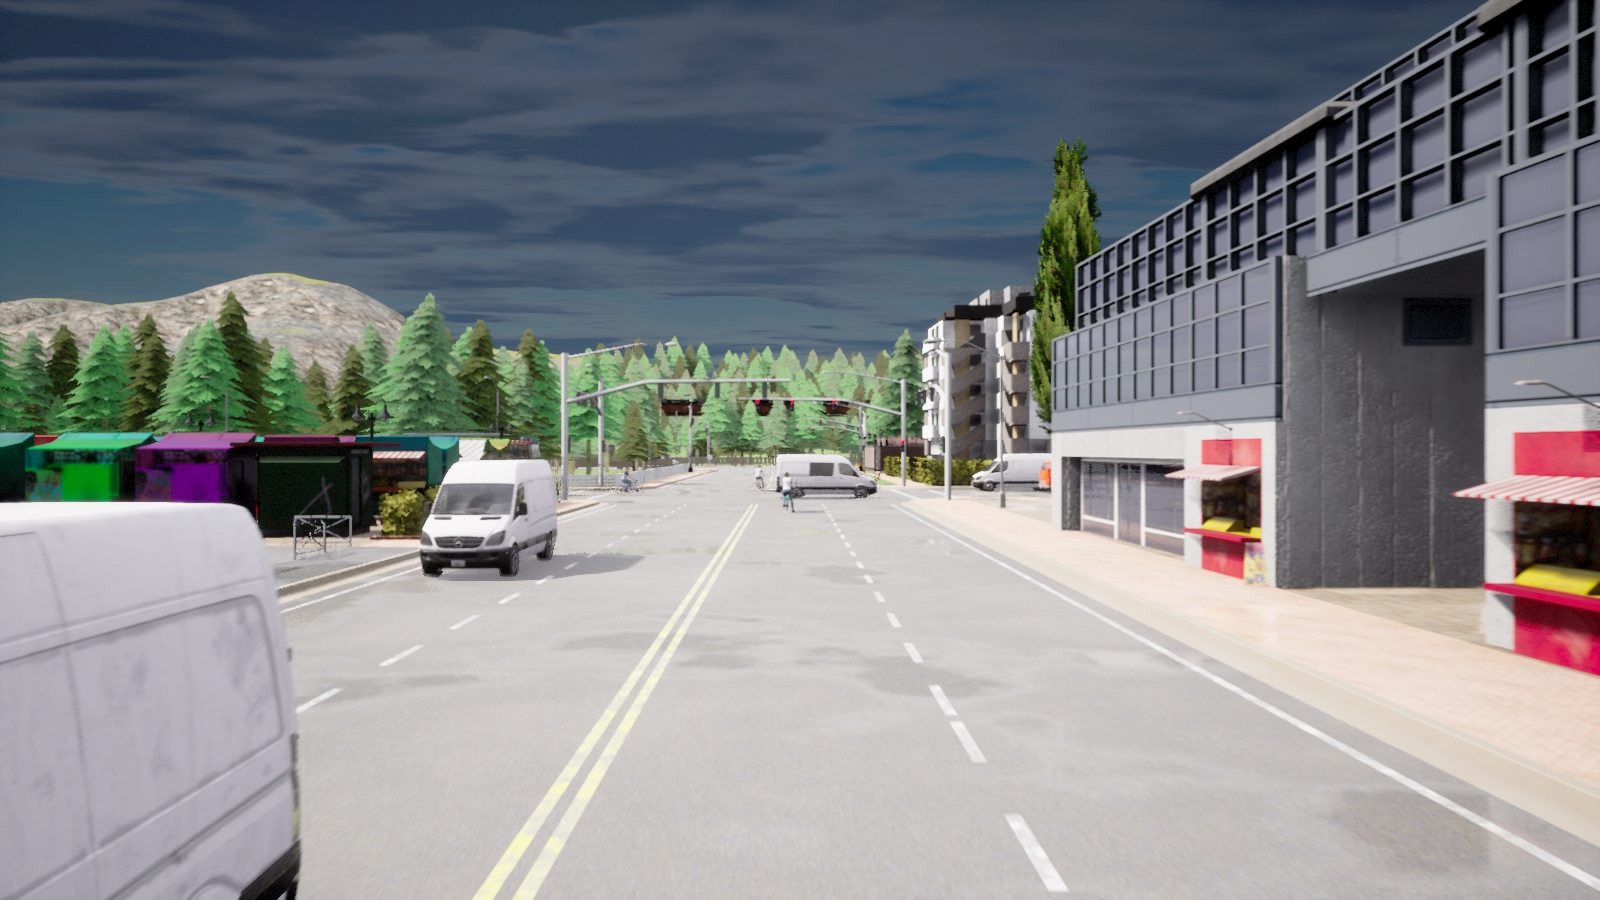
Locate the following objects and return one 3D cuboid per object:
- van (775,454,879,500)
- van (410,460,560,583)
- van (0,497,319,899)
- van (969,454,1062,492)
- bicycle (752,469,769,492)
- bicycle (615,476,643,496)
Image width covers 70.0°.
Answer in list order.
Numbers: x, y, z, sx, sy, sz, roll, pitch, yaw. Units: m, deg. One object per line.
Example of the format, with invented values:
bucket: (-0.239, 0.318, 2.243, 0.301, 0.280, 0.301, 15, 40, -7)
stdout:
van: (1.502, 1.527, 65.821, 5.915, 2.561, 1.988, 0, 0, -1)
van: (-7.296, 1.532, 27.169, 1.988, 2.561, 5.915, 0, 0, 0)
van: (-3.553, 1.534, 3.205, 1.988, 2.561, 5.915, 0, 0, -1)
van: (14.469, 1.524, 76.893, 5.915, 2.561, 1.988, 0, 0, -2)
bicycle: (-2.647, 2.048, 77.115, 0.373, 1.496, 1.643, -2, -1, 29)
bicycle: (-10.332, 2.200, 69.125, 1.643, 1.196, 0.373, 0, 0, -1)
